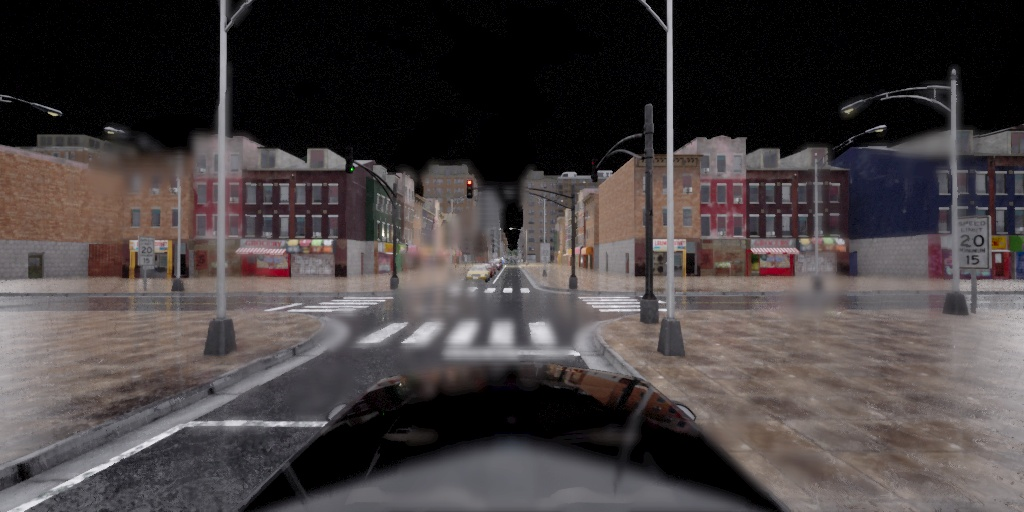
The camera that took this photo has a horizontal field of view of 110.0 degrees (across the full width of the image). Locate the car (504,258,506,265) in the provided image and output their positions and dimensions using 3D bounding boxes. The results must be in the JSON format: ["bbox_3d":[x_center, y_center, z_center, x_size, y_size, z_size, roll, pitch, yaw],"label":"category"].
[{"bbox_3d":[-2.637,1.154,62.476,2.192,1.841,5.009,0,0,0],"label":"car"}]

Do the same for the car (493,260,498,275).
[{"bbox_3d":[-2.636,1.320,34.450,1.888,1.381,4.507,0,0,0],"label":"car"}]

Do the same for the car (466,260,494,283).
[{"bbox_3d":[-2.636,1.292,28.675,1.751,1.417,4.829,0,0,0],"label":"car"}]

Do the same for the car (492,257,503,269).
[{"bbox_3d":[-2.636,1.250,51.265,1.967,1.591,4.097,0,0,0],"label":"car"}]

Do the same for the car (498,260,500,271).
[{"bbox_3d":[-2.636,1.367,40.055,1.802,1.307,4.207,0,0,0],"label":"car"}]
